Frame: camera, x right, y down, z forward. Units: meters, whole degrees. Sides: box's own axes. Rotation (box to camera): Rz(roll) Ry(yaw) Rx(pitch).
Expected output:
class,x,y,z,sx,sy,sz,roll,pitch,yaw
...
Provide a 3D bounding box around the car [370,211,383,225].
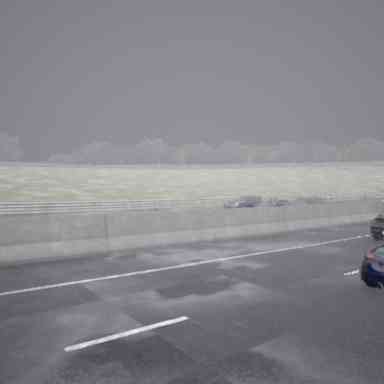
class,x,y,z,sx,sy,sz,roll,pitch,yaw
car,10.029,1.422,15.197,4.892,1.490,1.837,-1,0,-35

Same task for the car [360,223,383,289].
class,x,y,z,sx,sy,sz,roll,pitch,yaw
car,5.899,1.543,7.961,4.181,1.385,1.994,0,0,-35

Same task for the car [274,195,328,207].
class,x,y,z,sx,sy,sz,roll,pitch,yaw
car,9.437,1.176,27.911,4.553,1.767,2.097,-1,1,-35

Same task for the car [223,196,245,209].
class,x,y,z,sx,sy,sz,roll,pitch,yaw
car,5.328,1.177,33.578,4.553,1.767,2.097,-1,1,-35

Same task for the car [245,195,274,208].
class,x,y,z,sx,sy,sz,roll,pitch,yaw
car,7.684,1.311,30.960,4.902,1.511,2.128,-1,1,-35
